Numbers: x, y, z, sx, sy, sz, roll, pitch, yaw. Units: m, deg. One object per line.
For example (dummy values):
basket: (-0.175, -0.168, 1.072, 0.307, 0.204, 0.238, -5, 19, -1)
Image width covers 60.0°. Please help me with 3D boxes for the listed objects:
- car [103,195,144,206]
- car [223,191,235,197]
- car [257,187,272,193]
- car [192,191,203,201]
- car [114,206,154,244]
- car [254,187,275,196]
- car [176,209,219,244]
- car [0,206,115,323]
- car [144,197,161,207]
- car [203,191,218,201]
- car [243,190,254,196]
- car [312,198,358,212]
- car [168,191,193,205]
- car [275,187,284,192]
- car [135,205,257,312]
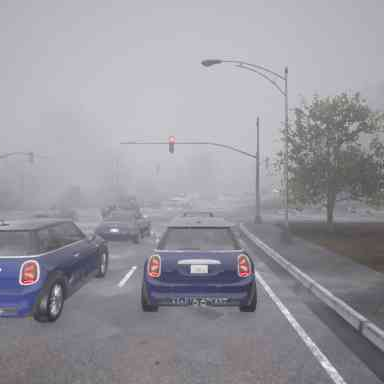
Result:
car: (-6.189, 1.284, 29.364, 2.150, 2.045, 5.566, 0, 0, 5)
car: (8.938, 0.470, 79.935, 1.812, 1.442, 4.674, 0, 3, 28)
car: (19.799, -0.524, 90.386, 2.128, 1.511, 4.902, 0, 3, 38)
car: (-0.229, 0.896, 69.091, 2.150, 2.045, 5.566, 0, 2, 21)
car: (-3.200, 1.593, 16.004, 1.994, 1.385, 4.181, 0, 0, 2)
car: (17.659, 0.140, 80.965, 2.128, 1.511, 4.902, 0, 3, 33)
car: (0.325, 1.632, 16.927, 1.895, 1.301, 4.718, 0, 0, 2)
car: (-3.365, 1.361, 7.392, 2.097, 1.767, 4.553, 0, 0, 0)
car: (-6.172, 1.596, 50.718, 2.128, 1.511, 4.902, 0, 0, 14)
car: (3.634, 0.820, 69.239, 2.150, 2.045, 5.566, 0, 3, 23)
car: (14.130, 0.204, 81.901, 1.812, 1.442, 4.674, 0, 3, 33)
car: (16.433, 1.531, 38.418, 4.892, 1.490, 1.837, -1, 0, 4)
car: (-2.014, 1.301, 53.097, 2.150, 2.045, 5.566, 0, 0, 16)
car: (23.399, -0.601, 89.366, 1.882, 1.535, 5.008, 0, 3, 38)
car: (0.139, 1.361, 7.896, 2.097, 1.767, 4.553, 0, 0, 0)
